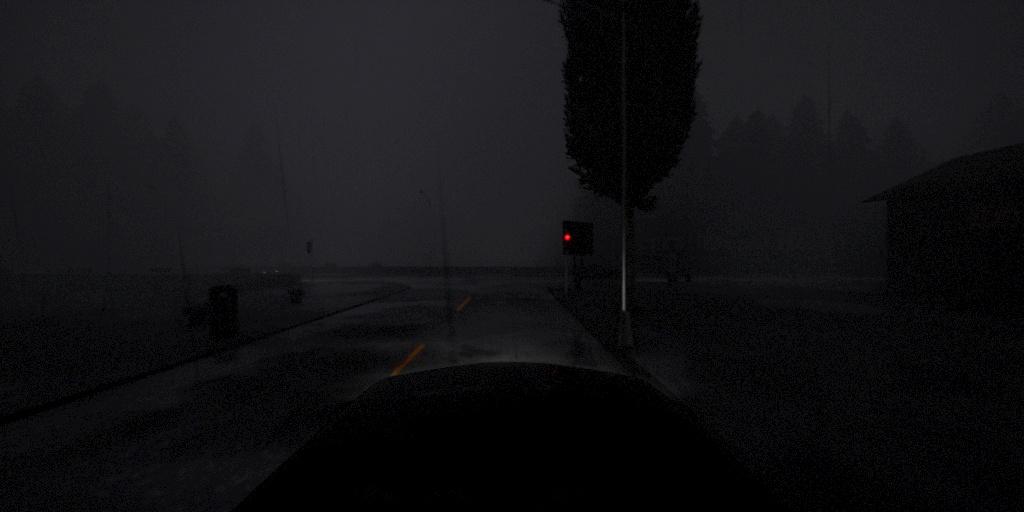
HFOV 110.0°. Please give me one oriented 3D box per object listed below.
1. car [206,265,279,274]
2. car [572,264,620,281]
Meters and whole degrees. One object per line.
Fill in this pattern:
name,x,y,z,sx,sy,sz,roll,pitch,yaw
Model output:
car,-21.627,1.352,28.976,4.718,1.301,1.895,0,0,0
car,7.337,1.332,28.965,4.718,1.301,1.895,0,0,0
